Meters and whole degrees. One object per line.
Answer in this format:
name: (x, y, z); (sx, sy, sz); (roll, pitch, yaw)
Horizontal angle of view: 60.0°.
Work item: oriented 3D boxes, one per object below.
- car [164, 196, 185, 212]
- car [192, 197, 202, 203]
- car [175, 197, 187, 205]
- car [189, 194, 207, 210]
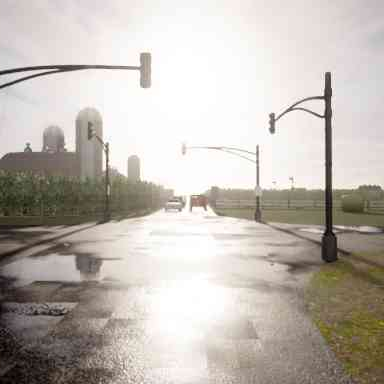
car: (-2.201, 1.564, 40.086); (1.812, 1.442, 4.674); (0, 0, 1)
car: (1.066, 1.700, 71.162); (1.895, 1.301, 4.718); (0, 0, 1)
car: (-1.957, 1.620, 60.094); (2.033, 1.411, 5.357); (0, 0, 1)
car: (0.788, 1.263, 42.667); (2.150, 2.045, 5.566); (0, 0, 1)
